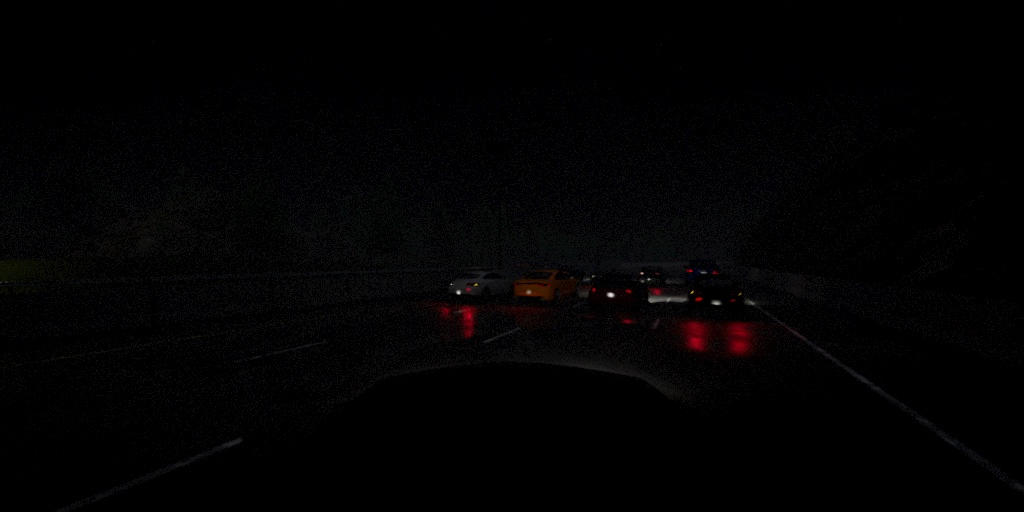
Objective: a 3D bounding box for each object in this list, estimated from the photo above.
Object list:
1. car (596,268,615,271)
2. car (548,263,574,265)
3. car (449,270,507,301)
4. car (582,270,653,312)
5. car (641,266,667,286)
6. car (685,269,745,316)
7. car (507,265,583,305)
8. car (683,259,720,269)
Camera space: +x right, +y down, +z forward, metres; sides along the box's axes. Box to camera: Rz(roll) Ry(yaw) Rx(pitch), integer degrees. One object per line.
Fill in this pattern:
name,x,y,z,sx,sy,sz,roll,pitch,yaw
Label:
car,8.032,1.677,30.182,1.895,1.301,4.718,0,-1,27
car,5.010,1.593,31.961,2.128,1.511,4.902,0,-1,27
car,-1.456,1.479,18.864,1.812,1.442,4.674,0,-1,27
car,4.661,1.471,15.446,1.994,1.385,4.181,0,-1,27
car,11.286,1.550,28.861,2.128,1.511,4.902,0,-1,27
car,7.957,1.414,14.212,1.812,1.442,4.674,0,-1,27
car,1.842,1.413,17.631,1.882,1.535,5.008,0,0,27
car,14.006,1.252,26.493,2.150,2.045,5.566,0,0,27
